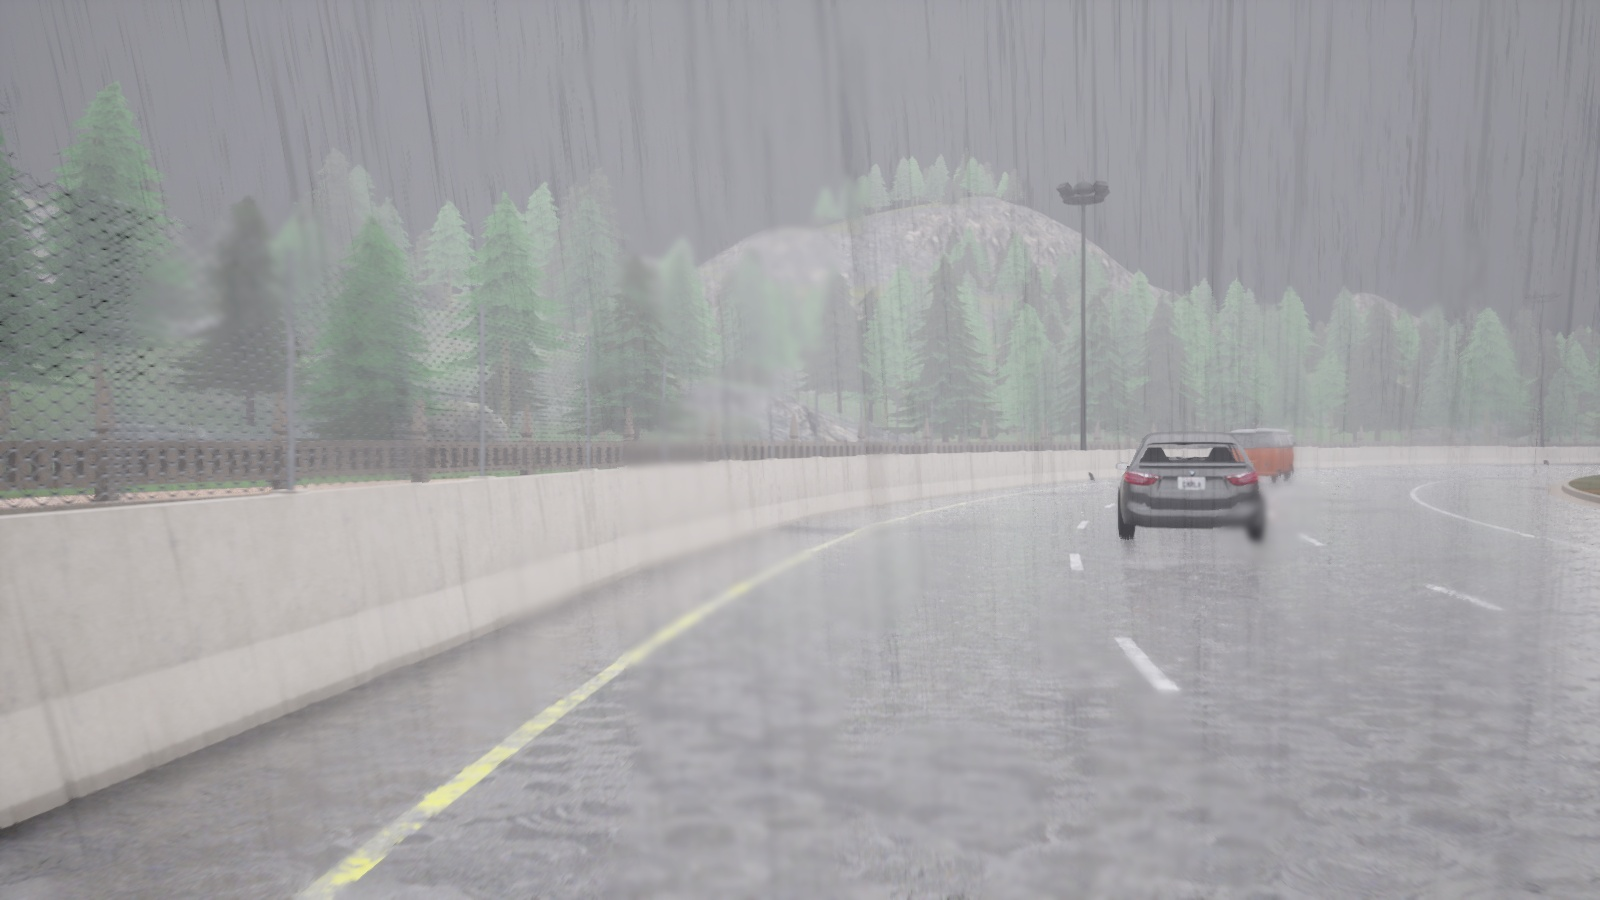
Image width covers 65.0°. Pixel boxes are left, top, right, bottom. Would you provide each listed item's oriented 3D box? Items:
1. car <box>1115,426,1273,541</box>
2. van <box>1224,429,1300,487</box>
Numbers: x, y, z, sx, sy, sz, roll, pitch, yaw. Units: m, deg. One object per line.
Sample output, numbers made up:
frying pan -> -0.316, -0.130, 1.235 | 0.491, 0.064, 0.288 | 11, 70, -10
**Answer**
car -> 6.408, 0.480, 20.857 | 2.242, 1.667, 4.611 | 0, 0, 15
van -> 16.661, 0.263, 45.130 | 1.775, 1.987, 4.442 | 0, 0, 31
